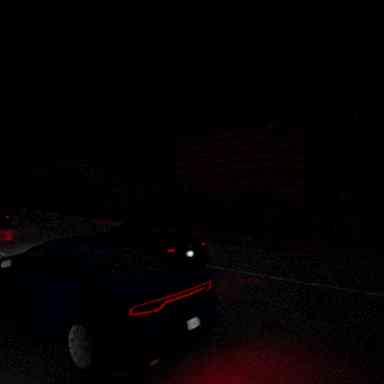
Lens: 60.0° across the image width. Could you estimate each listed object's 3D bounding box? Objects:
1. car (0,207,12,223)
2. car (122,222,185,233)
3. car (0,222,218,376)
[{"bbox_3d":[-13.823,1.652,22.685,1.895,1.301,4.718,0,0,-40],"label":"car"},{"bbox_3d":[-1.560,1.593,10.007,4.181,1.385,1.994,0,0,41],"label":"car"},{"bbox_3d":[-1.913,1.493,5.717,5.008,1.535,1.882,0,0,39],"label":"car"}]
